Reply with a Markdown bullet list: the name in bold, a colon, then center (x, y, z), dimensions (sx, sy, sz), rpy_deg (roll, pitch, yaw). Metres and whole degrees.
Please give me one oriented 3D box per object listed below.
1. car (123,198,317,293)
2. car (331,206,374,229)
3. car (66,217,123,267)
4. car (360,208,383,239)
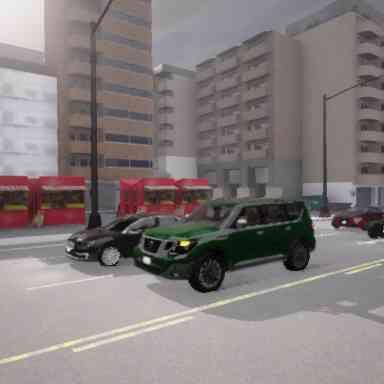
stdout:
- **car**: center (1.183, 1.213, 9.268), dimensions (5.566, 2.045, 2.150), rpy_deg (0, 0, -37)
- **car**: center (10.441, 1.594, 20.490), dimensions (4.181, 1.385, 1.994), rpy_deg (0, 0, -36)
- **car**: center (-1.757, 1.495, 11.441), dimensions (4.892, 1.490, 1.837), rpy_deg (0, 0, -37)
- **car**: center (10.275, 1.582, 16.022), dimensions (4.181, 1.385, 1.994), rpy_deg (0, 0, -36)
